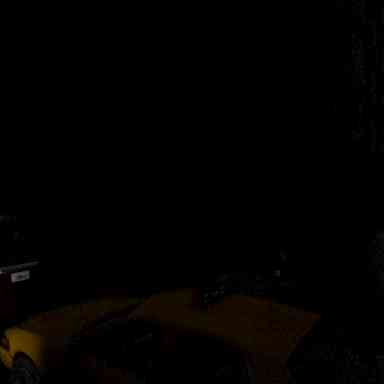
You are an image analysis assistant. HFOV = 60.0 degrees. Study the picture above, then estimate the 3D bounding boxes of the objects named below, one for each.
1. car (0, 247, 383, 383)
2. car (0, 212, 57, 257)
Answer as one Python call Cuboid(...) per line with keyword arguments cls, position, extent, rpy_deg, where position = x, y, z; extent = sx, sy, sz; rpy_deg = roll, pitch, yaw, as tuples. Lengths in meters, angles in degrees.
Cuboid(cls="car", position=(-0.038, 1.525, 3.100), extent=(4.829, 1.417, 1.752), rpy_deg=(0, 1, 36))
Cuboid(cls="car", position=(-4.445, 1.313, 6.247), extent=(5.009, 1.841, 2.192), rpy_deg=(0, 1, 36))
